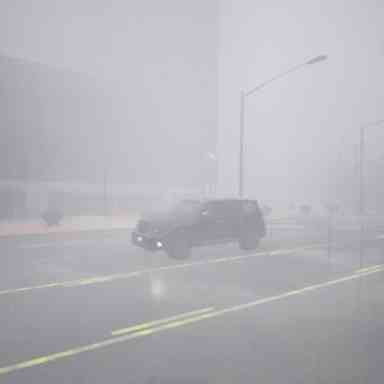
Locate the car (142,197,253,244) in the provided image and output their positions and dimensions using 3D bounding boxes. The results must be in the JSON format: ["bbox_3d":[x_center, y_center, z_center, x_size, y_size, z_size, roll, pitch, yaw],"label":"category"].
[{"bbox_3d":[0.408,1.283,17.184,5.566,2.045,2.150,0,0,-35],"label":"car"}]

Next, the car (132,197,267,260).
[{"bbox_3d":[0.474,1.269,12.932,5.566,2.045,2.150,0,0,-35],"label":"car"}]
